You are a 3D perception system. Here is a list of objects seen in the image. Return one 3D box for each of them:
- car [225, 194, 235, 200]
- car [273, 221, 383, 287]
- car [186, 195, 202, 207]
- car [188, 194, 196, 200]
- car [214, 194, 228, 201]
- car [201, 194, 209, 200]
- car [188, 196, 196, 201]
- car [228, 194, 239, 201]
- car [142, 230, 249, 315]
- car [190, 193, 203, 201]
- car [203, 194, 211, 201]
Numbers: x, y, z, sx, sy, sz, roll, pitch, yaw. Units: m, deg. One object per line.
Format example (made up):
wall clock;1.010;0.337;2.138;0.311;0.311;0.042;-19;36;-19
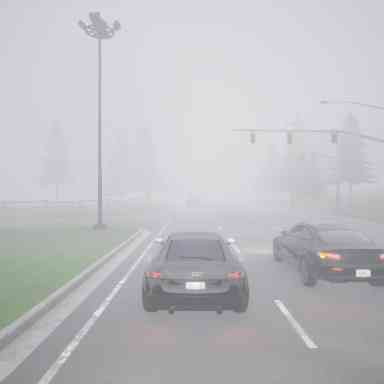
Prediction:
car;10.541;1.367;92.159;2.033;1.411;5.357;0;0;0
car;3.583;1.525;9.226;1.812;1.442;4.674;0;0;0
car;0.023;1.545;51.124;2.033;1.411;5.357;0;0;0
car;0.041;1.353;92.164;2.128;1.511;4.902;0;0;0
car;7.037;1.512;82.158;1.812;1.442;4.674;0;0;0
car;3.541;1.353;92.163;2.128;1.511;4.902;0;0;0
car;0.037;1.583;82.191;1.895;1.301;4.718;0;0;0
car;10.537;1.512;82.156;1.812;1.442;4.674;0;0;0
car;0.074;1.564;7.682;1.994;1.385;4.181;0;0;0
car;0.444;1.219;66.000;2.150;2.045;5.566;0;0;0
car;3.537;1.540;82.159;1.994;1.385;4.181;0;0;0
